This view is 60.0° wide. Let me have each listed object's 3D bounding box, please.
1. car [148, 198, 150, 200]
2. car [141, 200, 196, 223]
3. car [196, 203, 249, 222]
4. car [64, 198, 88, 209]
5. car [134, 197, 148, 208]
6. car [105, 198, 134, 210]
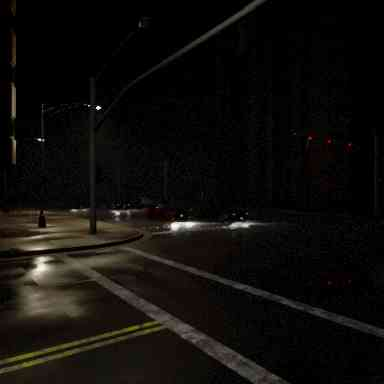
[{"bbox_3d":[-7.830,1.526,52.079,1.812,1.442,4.674,0,0,-37],"label":"car"},{"bbox_3d":[-1.931,1.564,25.883,1.994,1.385,4.181,0,0,-36],"label":"car"},{"bbox_3d":[2.033,1.547,26.450,2.033,1.411,5.357,0,0,-37],"label":"car"},{"bbox_3d":[-15.799,1.548,44.995,2.033,1.411,5.357,0,0,-36],"label":"car"},{"bbox_3d":[-8.527,1.526,47.086,1.812,1.442,4.674,0,0,-36],"label":"car"},{"bbox_3d":[-9.572,1.505,42.329,1.837,1.490,4.892,0,0,-36],"label":"car"}]
